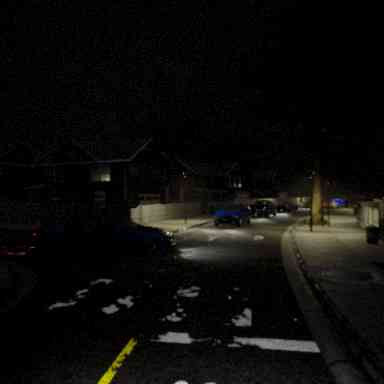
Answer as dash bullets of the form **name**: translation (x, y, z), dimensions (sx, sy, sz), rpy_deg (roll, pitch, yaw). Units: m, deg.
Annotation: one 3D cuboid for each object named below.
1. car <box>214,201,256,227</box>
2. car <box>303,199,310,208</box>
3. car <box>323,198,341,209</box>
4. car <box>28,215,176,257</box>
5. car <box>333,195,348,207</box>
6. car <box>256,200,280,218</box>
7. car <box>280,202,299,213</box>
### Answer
- **car**: translation (3.153, 1.682, 25.049), dimensions (1.882, 1.535, 5.008), rpy_deg (0, 0, 22)
- **car**: translation (19.508, 1.896, 54.046), dimensions (1.837, 1.490, 4.892), rpy_deg (0, -1, 33)
- **car**: translation (21.510, 1.973, 52.031), dimensions (1.895, 1.301, 4.718), rpy_deg (0, 0, 33)
- **car**: translation (-3.305, 1.618, 12.860), dimensions (5.357, 1.411, 2.033), rpy_deg (1, 0, -2)
- **car**: translation (26.917, 1.633, 60.443), dimensions (2.150, 2.045, 5.566), rpy_deg (0, 0, 33)
- **car**: translation (7.125, 1.621, 33.840), dimensions (2.097, 1.767, 4.553), rpy_deg (0, 0, 28)
- **car**: translation (12.155, 1.928, 42.671), dimensions (1.895, 1.301, 4.718), rpy_deg (0, 0, 32)
